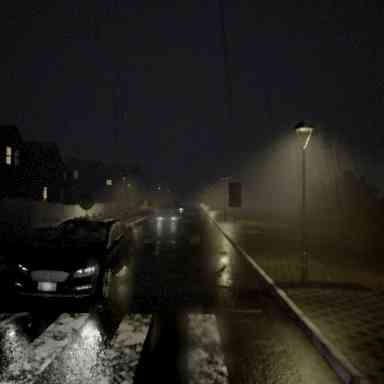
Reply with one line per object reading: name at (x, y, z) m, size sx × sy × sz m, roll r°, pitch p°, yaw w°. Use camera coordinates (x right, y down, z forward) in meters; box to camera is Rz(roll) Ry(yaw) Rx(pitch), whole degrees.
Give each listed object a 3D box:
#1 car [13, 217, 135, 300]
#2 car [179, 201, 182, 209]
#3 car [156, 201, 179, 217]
car at (-2.717, 1.465, 8.716) m, size 2.128 × 1.511 × 4.902 m, roll 3°, pitch 1°, yaw 0°
car at (-2.784, 2.333, 61.569) m, size 1.812 × 1.442 × 4.674 m, roll 0°, pitch -1°, yaw 0°
car at (-2.765, 2.045, 36.853) m, size 1.812 × 1.442 × 4.674 m, roll 0°, pitch 0°, yaw 0°
